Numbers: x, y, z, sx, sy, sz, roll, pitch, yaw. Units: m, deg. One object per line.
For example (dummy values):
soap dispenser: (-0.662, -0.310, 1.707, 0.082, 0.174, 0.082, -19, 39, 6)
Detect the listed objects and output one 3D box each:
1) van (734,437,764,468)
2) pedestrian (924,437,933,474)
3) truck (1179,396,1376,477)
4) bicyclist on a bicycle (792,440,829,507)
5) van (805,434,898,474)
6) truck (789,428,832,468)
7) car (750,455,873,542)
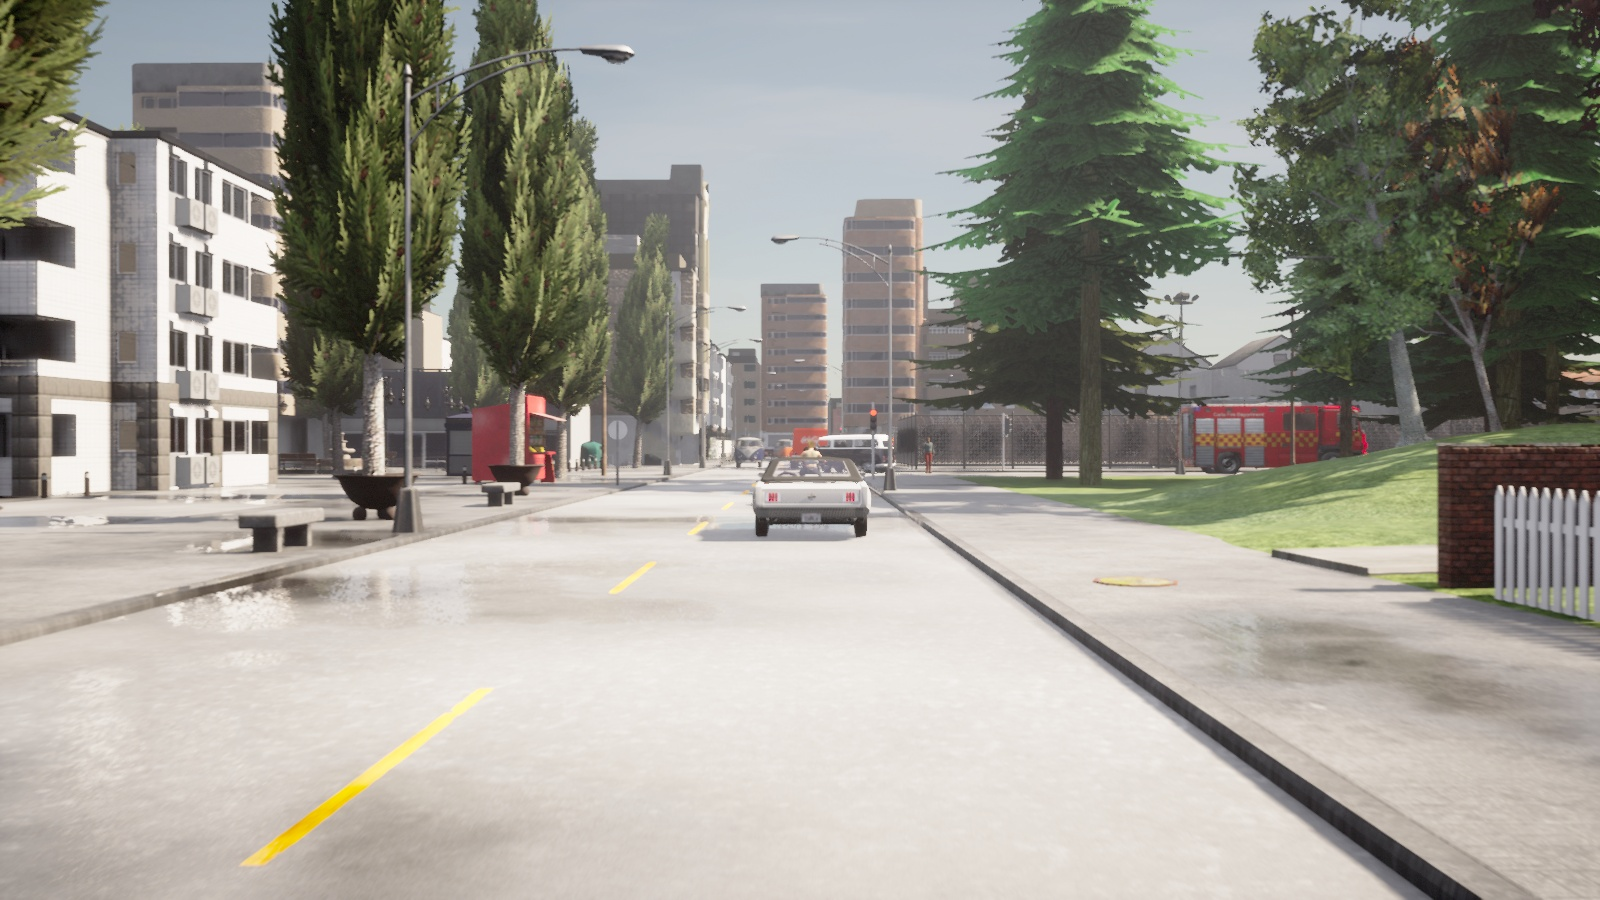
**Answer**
van: (-3.386, 0.162, 83.444, 1.775, 1.987, 4.442, 0, 0, 0)
pedestrian: (6.413, 0.252, 62.671, 0.353, 1.847, 0.614, 0, 0, 1)
truck: (23.189, -0.644, 61.273, 8.468, 3.827, 2.891, 0, 0, 1)
bicyclist on a bicycle: (0.263, 0.559, 30.931, 0.866, 1.612, 1.509, 0, 0, 1)
van: (2.726, 0.203, 66.902, 4.480, 2.038, 2.069, 0, 1, 29)
truck: (0.608, -0.077, 80.082, 2.627, 2.467, 5.204, 0, -1, -1)
car: (0.193, 0.760, 21.659, 1.895, 1.301, 4.718, 0, 0, 0)
